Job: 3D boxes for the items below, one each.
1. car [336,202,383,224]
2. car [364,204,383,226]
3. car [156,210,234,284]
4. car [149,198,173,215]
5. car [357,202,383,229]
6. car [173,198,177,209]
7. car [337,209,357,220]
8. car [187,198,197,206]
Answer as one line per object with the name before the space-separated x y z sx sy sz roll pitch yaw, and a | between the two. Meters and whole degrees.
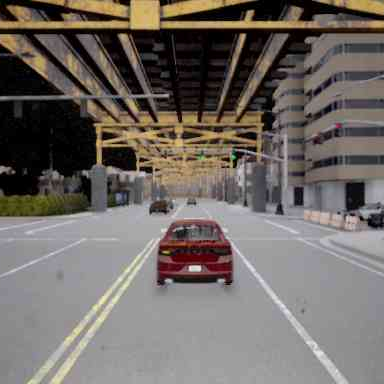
car | 13.573 1.552 25.006 4.974 1.542 2.038 0 0 25
car | 13.297 1.375 20.866 4.536 1.218 1.853 0 0 -20
car | 0.072 1.527 9.759 1.882 1.535 5.008 0 0 0
car | -3.603 1.668 37.396 1.882 1.535 5.008 0 0 1
car | 13.249 1.533 20.847 4.974 1.542 2.038 0 0 -20
car | -3.618 1.802 47.234 1.994 1.385 4.181 0 0 0
car | 13.620 1.395 24.985 4.536 1.218 1.853 0 0 25
car | -0.038 1.855 62.846 2.033 1.411 5.357 0 0 0
